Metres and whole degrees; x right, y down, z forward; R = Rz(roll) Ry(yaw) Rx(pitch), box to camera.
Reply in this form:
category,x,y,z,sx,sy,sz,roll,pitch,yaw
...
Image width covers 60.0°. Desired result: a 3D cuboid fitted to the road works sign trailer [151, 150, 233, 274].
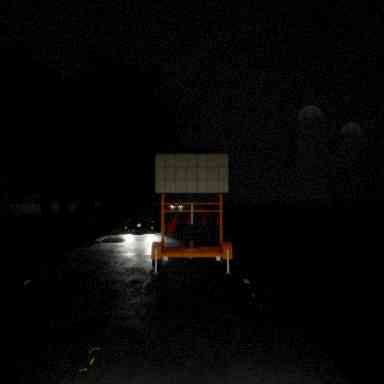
category,x,y,z,sx,sy,sz,roll,pitch,yaw
road works sign trailer,-0.001,0.480,10.566,2.380,3.560,2.880,0,0,0

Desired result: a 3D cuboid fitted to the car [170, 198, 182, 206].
category,x,y,z,sx,sy,sz,roll,pitch,yaw
car,-2.825,1.809,60.972,1.812,1.442,4.674,0,-1,0

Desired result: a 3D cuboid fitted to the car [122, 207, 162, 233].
category,x,y,z,sx,sy,sz,roll,pitch,yaw
car,-2.850,1.609,19.904,1.994,1.385,4.181,0,0,0
